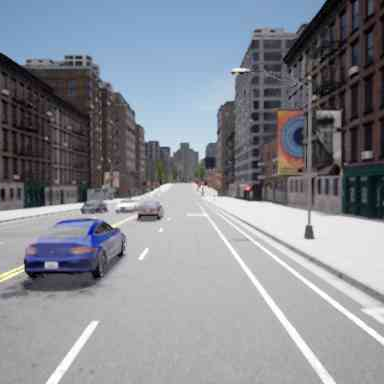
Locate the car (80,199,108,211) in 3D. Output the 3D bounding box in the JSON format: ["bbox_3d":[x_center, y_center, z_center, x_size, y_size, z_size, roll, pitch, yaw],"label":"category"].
[{"bbox_3d":[-10.103,1.458,34.692,1.812,1.442,4.674,0,0,0],"label":"car"}]

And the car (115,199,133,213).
[{"bbox_3d":[-6.855,1.446,35.277,1.812,1.442,4.674,0,0,0],"label":"car"}]

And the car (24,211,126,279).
[{"bbox_3d":[-3.228,1.505,9.890,1.812,1.442,4.674,0,0,-1],"label":"car"}]

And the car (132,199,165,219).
[{"bbox_3d":[-3.397,1.474,27.903,2.033,1.411,5.357,0,0,-1],"label":"car"}]
